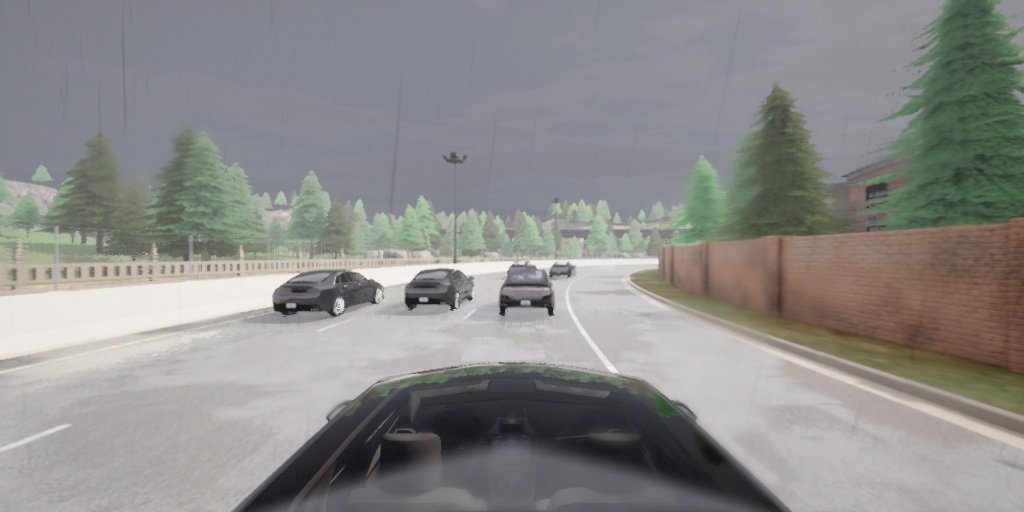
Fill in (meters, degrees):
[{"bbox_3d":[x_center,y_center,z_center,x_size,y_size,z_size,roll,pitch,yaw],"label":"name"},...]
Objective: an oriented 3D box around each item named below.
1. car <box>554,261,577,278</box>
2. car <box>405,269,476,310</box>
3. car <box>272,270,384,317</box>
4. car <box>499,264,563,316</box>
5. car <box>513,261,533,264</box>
[{"bbox_3d":[4.756,1.202,32.861,2.128,1.511,4.902,0,0,18],"label":"car"},{"bbox_3d":[-2.758,1.240,14.596,1.837,1.490,4.892,0,0,6],"label":"car"},{"bbox_3d":[-6.416,1.243,13.134,1.837,1.490,4.892,0,0,4],"label":"car"},{"bbox_3d":[0.632,1.227,13.422,2.128,1.511,4.902,0,0,5],"label":"car"},{"bbox_3d":[1.096,1.203,32.913,2.128,1.511,4.902,0,0,17],"label":"car"}]
